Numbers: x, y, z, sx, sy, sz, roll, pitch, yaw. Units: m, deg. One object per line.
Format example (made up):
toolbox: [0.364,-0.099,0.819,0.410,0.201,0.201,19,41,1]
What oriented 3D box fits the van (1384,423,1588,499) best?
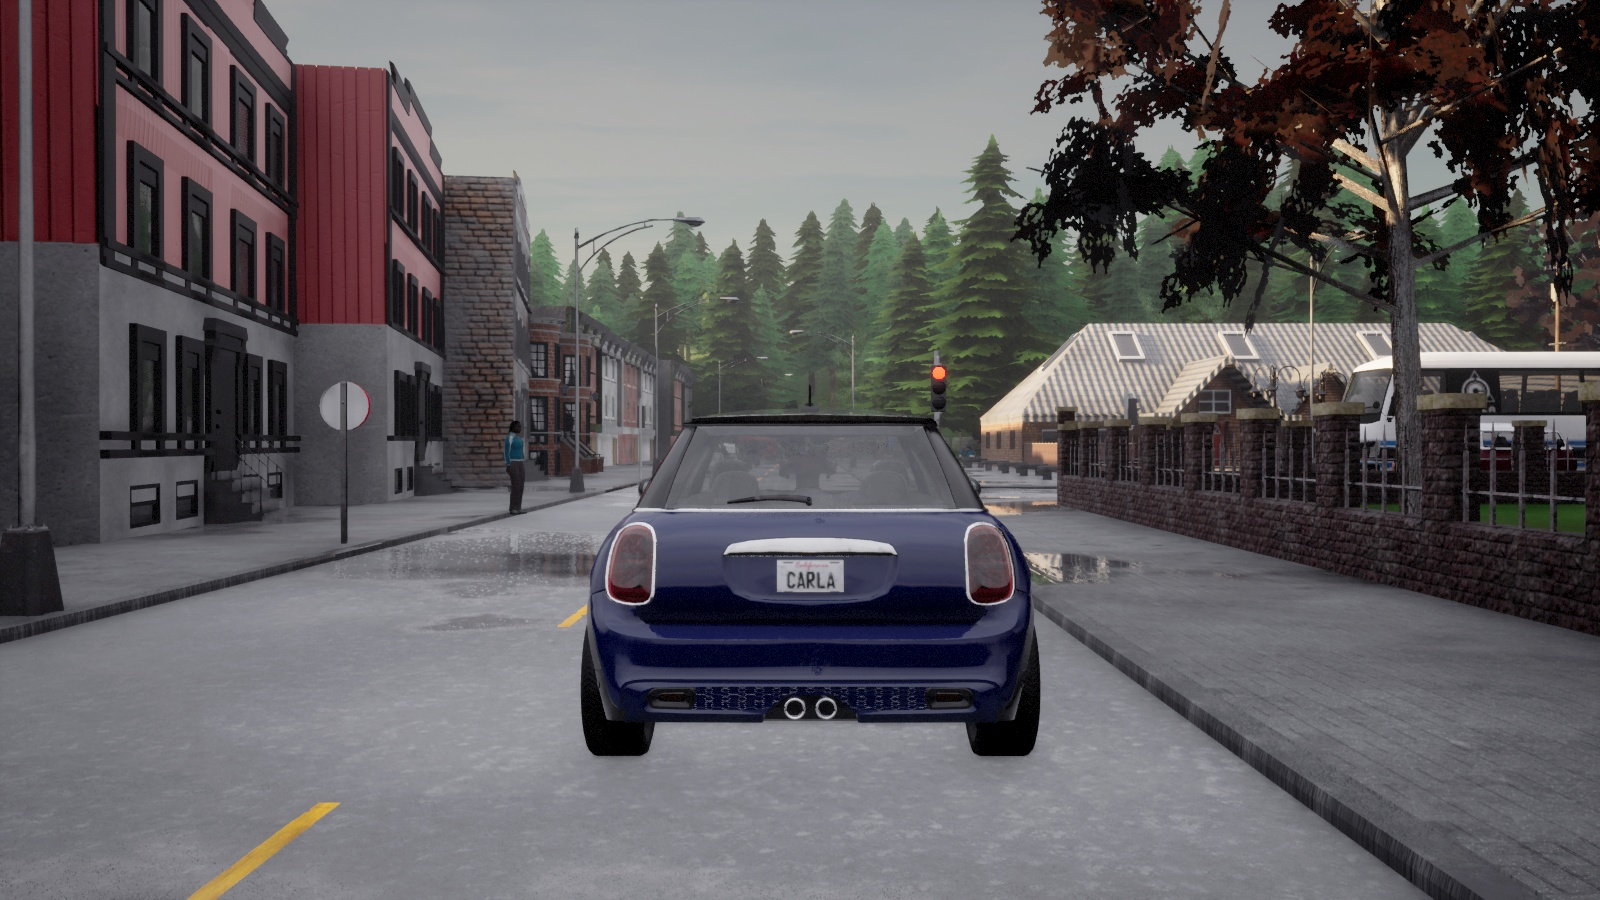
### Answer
van: [18.721,0.291,34.419,4.480,2.038,2.069,0,0,-1]

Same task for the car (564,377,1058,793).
car: [0.057,0.562,7.614,2.097,1.767,4.553,0,0,0]

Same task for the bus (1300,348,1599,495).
bus: [21.245,-0.830,38.441,10.273,4.253,3.944,0,0,0]

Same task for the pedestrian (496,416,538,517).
pedestrian: [-5.528,0.317,24.528,0.692,1.930,0.396,0,0,27]
